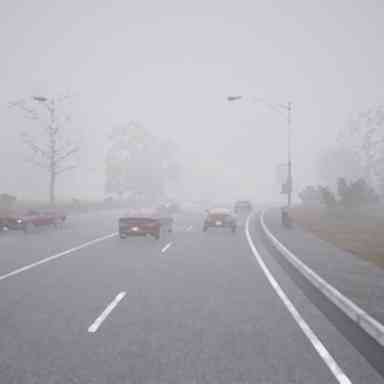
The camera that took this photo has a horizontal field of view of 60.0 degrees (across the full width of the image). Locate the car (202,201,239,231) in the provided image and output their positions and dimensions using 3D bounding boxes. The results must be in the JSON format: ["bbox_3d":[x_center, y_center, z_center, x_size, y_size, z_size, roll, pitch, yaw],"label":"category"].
[{"bbox_3d":[1.803,1.537,20.534,1.812,1.442,4.674,0,0,9],"label":"car"}]

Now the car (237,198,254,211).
[{"bbox_3d":[6.432,1.524,40.832,2.128,1.511,4.902,0,0,17],"label":"car"}]

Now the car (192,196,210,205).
[{"bbox_3d":[1.675,1.509,58.971,1.837,1.490,4.892,0,0,23],"label":"car"}]

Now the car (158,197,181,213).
[{"bbox_3d":[-2.692,1.345,34.667,2.097,1.767,4.553,0,0,14],"label":"car"}]

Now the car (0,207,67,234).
[{"bbox_3d":[-9.212,1.572,19.144,1.895,1.301,4.718,0,0,8],"label":"car"}]

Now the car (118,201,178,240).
[{"bbox_3d":[-2.209,1.474,17.054,1.882,1.535,5.008,0,0,7],"label":"car"}]
